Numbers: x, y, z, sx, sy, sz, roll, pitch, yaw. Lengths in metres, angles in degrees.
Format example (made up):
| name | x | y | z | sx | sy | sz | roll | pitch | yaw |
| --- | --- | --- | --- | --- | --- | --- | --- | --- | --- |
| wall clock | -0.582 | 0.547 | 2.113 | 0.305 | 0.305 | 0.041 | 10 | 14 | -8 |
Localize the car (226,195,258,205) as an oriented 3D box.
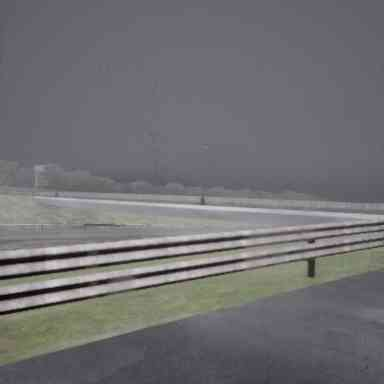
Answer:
| name | x | y | z | sx | sy | sz | roll | pitch | yaw |
| --- | --- | --- | --- | --- | --- | --- | --- | --- | --- |
| car | 7.268 | 1.289 | 48.590 | 4.553 | 1.767 | 2.097 | 2 | -2 | 31 |
